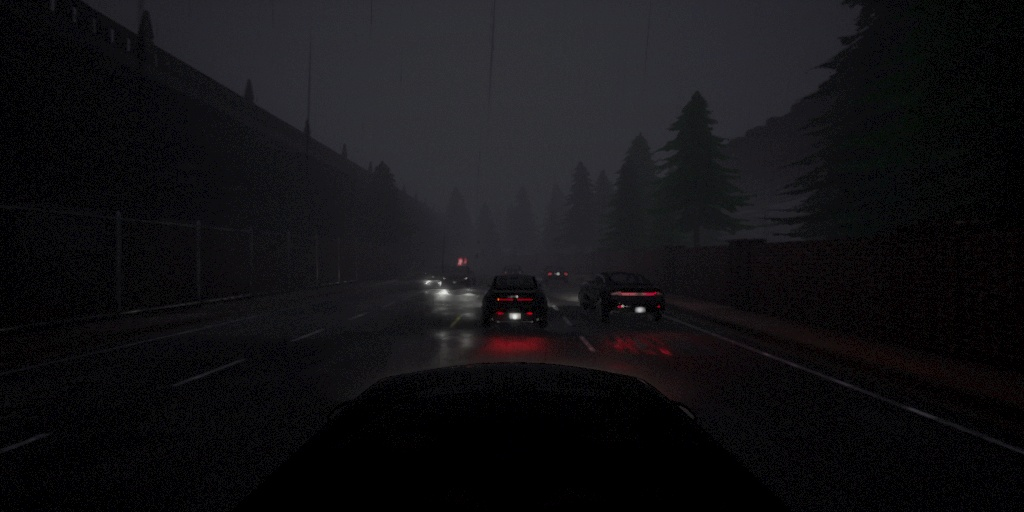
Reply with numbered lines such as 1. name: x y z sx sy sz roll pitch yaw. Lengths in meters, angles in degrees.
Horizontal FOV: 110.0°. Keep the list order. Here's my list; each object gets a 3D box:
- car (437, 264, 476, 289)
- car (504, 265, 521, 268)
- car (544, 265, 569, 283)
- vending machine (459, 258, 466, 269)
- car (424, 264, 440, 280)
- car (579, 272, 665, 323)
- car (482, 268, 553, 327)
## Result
1. car: -3.621 1.408 24.840 1.812 1.442 4.674 0 0 0
2. car: 0.043 1.537 34.194 1.895 1.301 4.718 0 0 -1
3. car: 3.569 1.461 30.360 2.033 1.411 5.357 0 0 0
4. vending machine: -8.439 1.285 61.164 0.880 2.100 1.100 0 0 24
5. car: -6.821 1.485 34.456 2.033 1.411 5.357 0 0 4
6. car: 3.583 1.301 12.432 2.128 1.511 4.902 0 0 0
7. car: 0.082 1.314 11.769 1.837 1.490 4.892 0 0 0
